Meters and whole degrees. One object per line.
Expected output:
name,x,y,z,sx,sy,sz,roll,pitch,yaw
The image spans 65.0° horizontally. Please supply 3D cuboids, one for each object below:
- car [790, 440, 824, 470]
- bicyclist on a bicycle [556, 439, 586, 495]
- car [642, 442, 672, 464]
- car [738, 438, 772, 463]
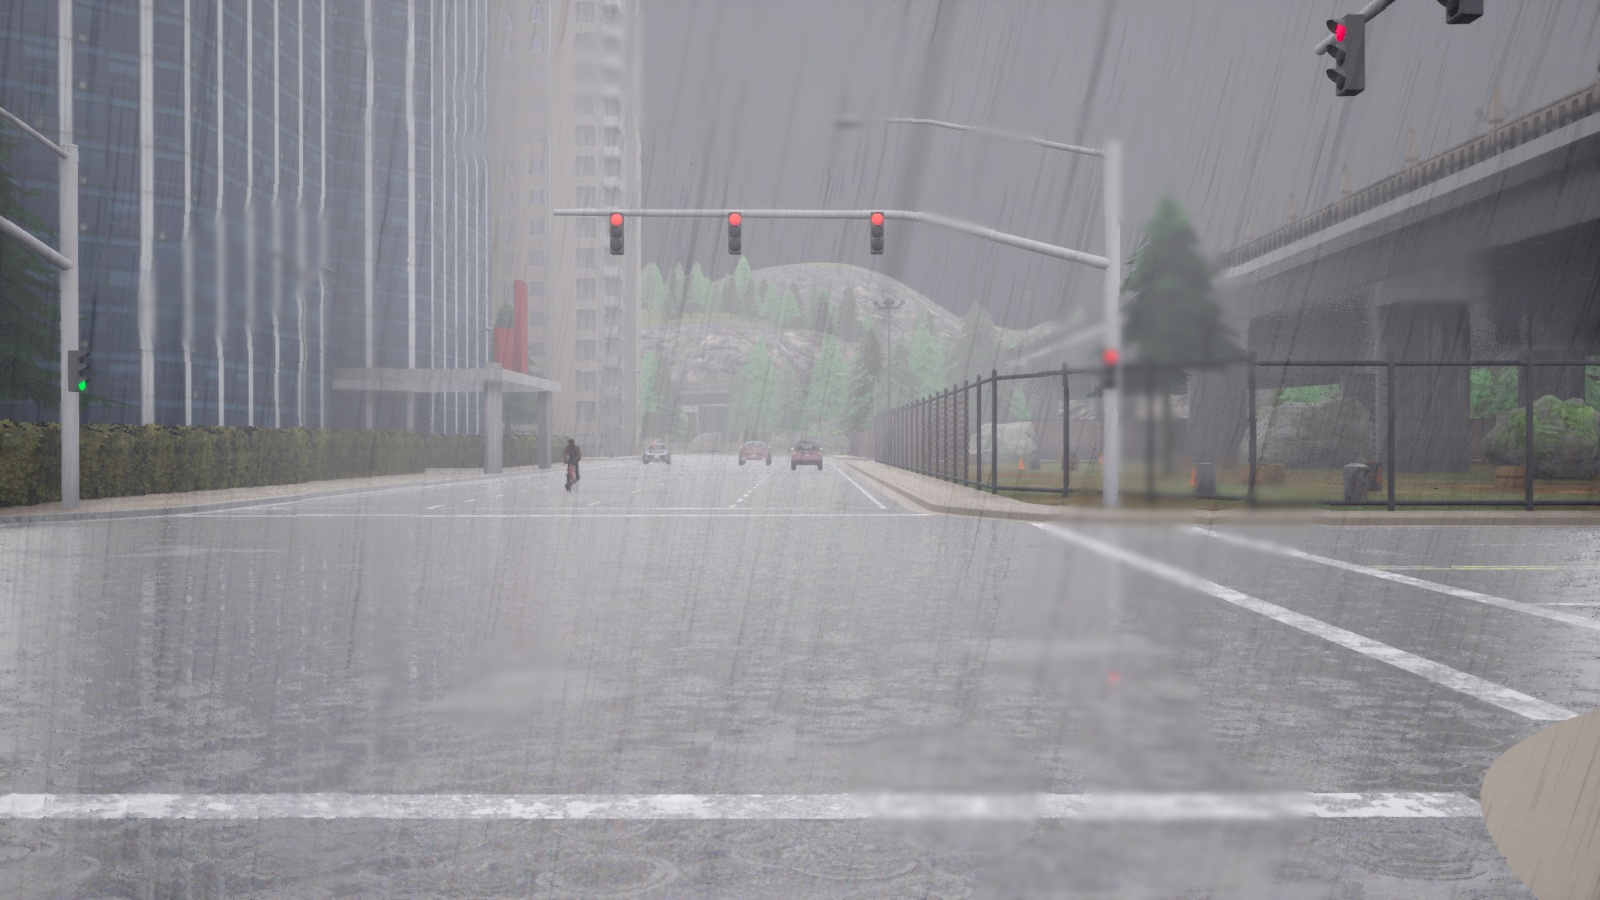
car,0.384,0.247,70.576,1.851,1.617,3.988,0,0,0
bicyclist on a bicycle,-6.790,0.483,37.341,0.582,1.620,1.656,0,1,0
car,-10.086,0.204,88.598,1.970,1.475,3.806,0,0,-5
car,-3.036,0.039,85.718,2.152,1.651,5.027,0,0,0
